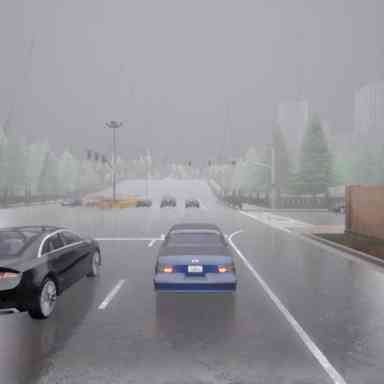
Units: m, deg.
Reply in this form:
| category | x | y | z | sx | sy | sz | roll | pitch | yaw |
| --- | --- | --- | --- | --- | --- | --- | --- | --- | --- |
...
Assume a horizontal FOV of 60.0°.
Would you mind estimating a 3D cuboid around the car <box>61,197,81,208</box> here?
| category | x | y | z | sx | sy | sz | roll | pitch | yaw |
| --- | --- | --- | --- | --- | --- | --- | --- | --- | --- |
| car | -17.629 | 1.485 | 48.916 | 2.128 | 1.511 | 4.902 | 0 | 0 | 0 |

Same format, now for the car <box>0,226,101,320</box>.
| category | x | y | z | sx | sy | sz | roll | pitch | yaw |
| --- | --- | --- | --- | --- | --- | --- | --- | --- | --- |
| car | -3.437 | 1.490 | 7.308 | 2.128 | 1.511 | 4.902 | 0 | 0 | 0 |

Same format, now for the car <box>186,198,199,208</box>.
| category | x | y | z | sx | sy | sz | roll | pitch | yaw |
| --- | --- | --- | --- | --- | --- | --- | --- | --- | --- |
| car | 0.061 | 1.594 | 49.129 | 1.895 | 1.301 | 4.718 | 0 | 0 | 0 |

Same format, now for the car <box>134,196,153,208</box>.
| category | x | y | z | sx | sy | sz | roll | pitch | yaw |
| --- | --- | --- | --- | --- | --- | --- | --- | --- | --- |
| car | -6.939 | 1.594 | 49.125 | 1.895 | 1.301 | 4.718 | 0 | 0 | 0 |

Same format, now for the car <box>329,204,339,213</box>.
| category | x | y | z | sx | sy | sz | roll | pitch | yaw |
| --- | --- | --- | --- | --- | --- | --- | --- | --- | --- |
| car | 16.845 | 1.500 | 34.721 | 4.892 | 1.490 | 1.837 | 0 | 0 | 0 |

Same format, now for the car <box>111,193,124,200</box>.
| category | x | y | z | sx | sy | sz | roll | pitch | yaw |
| --- | --- | --- | --- | --- | --- | --- | --- | --- | --- |
| car | -17.669 | 1.077 | 78.997 | 1.994 | 1.385 | 4.181 | 0 | 3 | 0 |

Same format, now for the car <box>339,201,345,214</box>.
| category | x | y | z | sx | sy | sz | roll | pitch | yaw |
| --- | --- | --- | --- | --- | --- | --- | --- | --- | --- |
| car | 16.551 | 1.559 | 31.220 | 4.181 | 1.385 | 1.994 | 0 | 0 | 0 |

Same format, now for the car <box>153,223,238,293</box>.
| category | x | y | z | sx | sy | sz | roll | pitch | yaw |
| --- | --- | --- | --- | --- | --- | --- | --- | --- | --- |
| car | 0.071 | 1.546 | 8.982 | 2.033 | 1.411 | 5.357 | 0 | 0 | 0 |

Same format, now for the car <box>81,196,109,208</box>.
| category | x | y | z | sx | sy | sz | roll | pitch | yaw |
| --- | --- | --- | --- | --- | --- | --- | --- | --- | --- |
| car | -14.130 | 1.345 | 48.631 | 2.097 | 1.767 | 4.553 | 0 | 0 | 0 |

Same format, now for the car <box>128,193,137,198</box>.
| category | x | y | z | sx | sy | sz | roll | pitch | yaw |
| --- | --- | --- | --- | --- | --- | --- | --- | --- | --- |
| car | -14.167 | 1.074 | 78.719 | 1.812 | 1.442 | 4.674 | 0 | 3 | 0 |

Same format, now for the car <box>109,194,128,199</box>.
| category | x | y | z | sx | sy | sz | roll | pitch | yaw |
| --- | --- | --- | --- | --- | --- | --- | --- | --- | --- |
| car | -14.111 | 1.467 | 63.459 | 1.882 | 1.535 | 5.008 | 0 | 0 | 0 |

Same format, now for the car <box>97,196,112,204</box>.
| category | x | y | z | sx | sy | sz | roll | pitch | yaw |
| --- | --- | --- | --- | --- | --- | --- | --- | --- | --- |
| car | -17.594 | 1.564 | 67.121 | 1.895 | 1.301 | 4.718 | 0 | 1 | 0 |

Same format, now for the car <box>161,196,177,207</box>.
| category | x | y | z | sx | sy | sz | roll | pitch | yaw |
| --- | --- | --- | --- | --- | --- | --- | --- | --- | --- |
| car | -3.440 | 1.345 | 50.387 | 2.097 | 1.767 | 4.553 | 0 | 0 | 0 |
